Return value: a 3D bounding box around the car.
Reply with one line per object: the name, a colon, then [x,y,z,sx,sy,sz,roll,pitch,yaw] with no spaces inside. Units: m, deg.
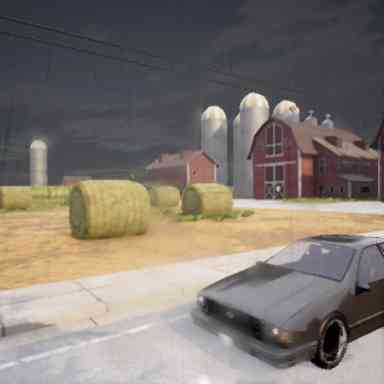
car: [2.605,1.497,5.844,5.357,1.411,2.033,-1,0,-35]
